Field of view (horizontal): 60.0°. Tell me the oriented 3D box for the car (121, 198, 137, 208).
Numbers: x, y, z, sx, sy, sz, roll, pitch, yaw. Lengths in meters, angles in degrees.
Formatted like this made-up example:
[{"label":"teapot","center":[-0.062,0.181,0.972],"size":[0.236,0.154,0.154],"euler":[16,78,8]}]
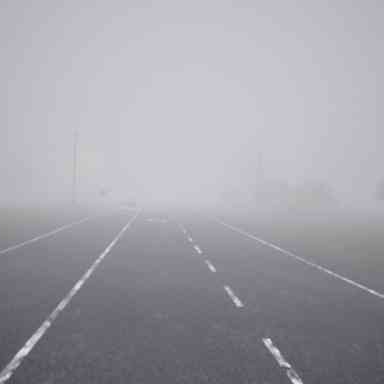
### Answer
[{"label":"car","center":[-8.725,1.472,46.634],"size":[1.994,1.385,4.181],"euler":[2,0,-6]}]
